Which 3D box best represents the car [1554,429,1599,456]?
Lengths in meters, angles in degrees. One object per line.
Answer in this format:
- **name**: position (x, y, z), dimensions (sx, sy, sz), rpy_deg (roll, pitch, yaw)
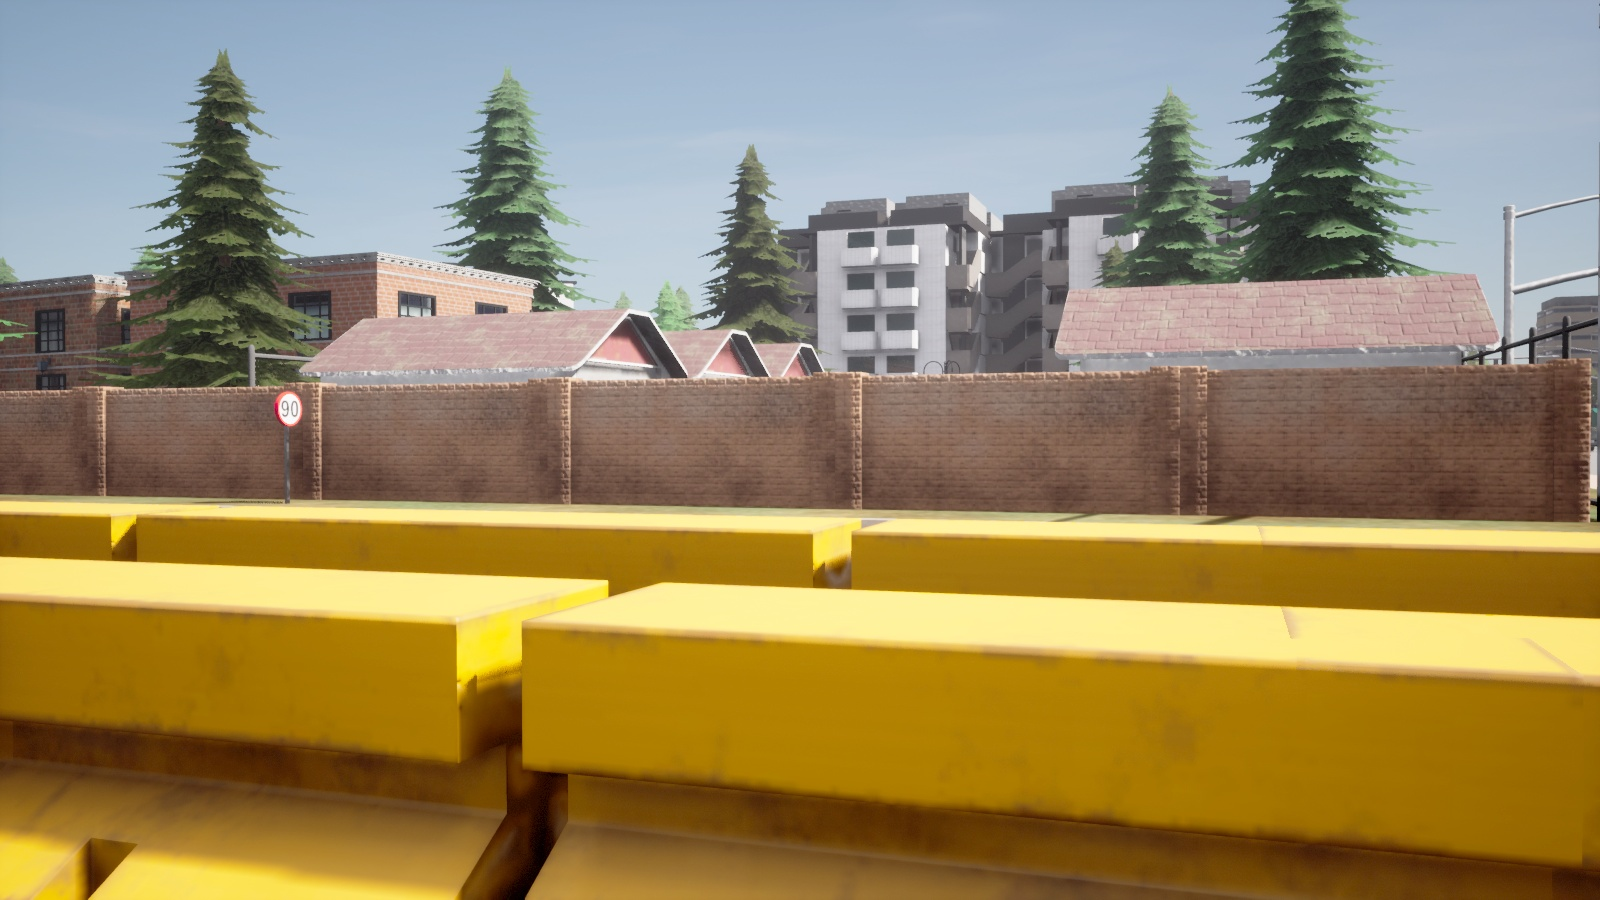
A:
- **car**: position (50.152, -0.497, 80.589), dimensions (2.152, 1.651, 5.027), rpy_deg (1, 1, 20)
